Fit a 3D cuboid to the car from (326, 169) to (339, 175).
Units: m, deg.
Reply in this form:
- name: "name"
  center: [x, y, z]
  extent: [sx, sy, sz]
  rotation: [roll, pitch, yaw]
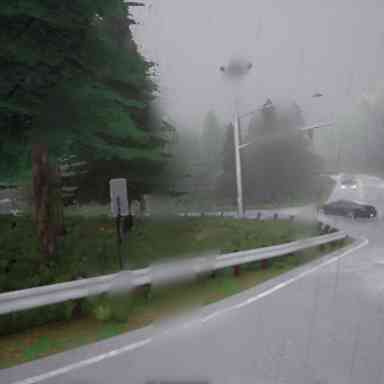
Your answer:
- name: "car"
  center: [29.351, -4.180, 69.999]
  extent: [1.895, 1.301, 4.718]
  rotation: [-3, 7, 1]

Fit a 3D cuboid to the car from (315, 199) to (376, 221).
- name: "car"
  center: [12.262, 1.352, 26.868]
  extent: [1.837, 1.490, 4.892]
  rotation: [1, 3, -27]

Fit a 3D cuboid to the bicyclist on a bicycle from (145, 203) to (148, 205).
- name: "bicyclist on a bicycle"
  center: [-5.183, 1.602, 39.090]
  extent: [0.582, 1.620, 1.656]
  rotation: [-3, -1, 16]

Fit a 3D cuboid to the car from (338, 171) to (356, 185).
- name: "car"
  center: [25.496, -2.186, 54.126]
  extent: [2.097, 1.767, 4.553]
  rotation: [-2, 7, 26]
